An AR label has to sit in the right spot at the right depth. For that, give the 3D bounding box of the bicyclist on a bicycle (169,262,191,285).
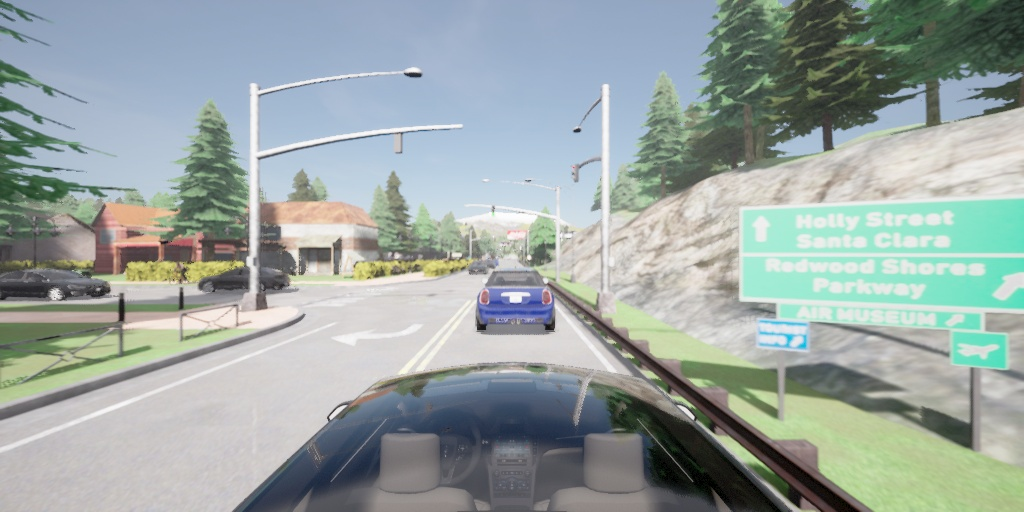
[{"bbox_3d":[-23.328,1.217,25.199,0.582,1.620,1.656,0,0,0],"label":"bicyclist on a bicycle"}]

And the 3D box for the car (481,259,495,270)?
[{"bbox_3d":[-3.570,1.266,54.408,1.837,1.490,4.892,0,-1,0],"label":"car"}]

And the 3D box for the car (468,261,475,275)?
[{"bbox_3d":[-3.590,1.261,38.553,1.837,1.490,4.892,0,0,0],"label":"car"}]

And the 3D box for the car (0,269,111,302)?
[{"bbox_3d":[-22.899,1.420,17.740,4.892,1.490,1.837,0,0,0],"label":"car"}]

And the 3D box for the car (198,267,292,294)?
[{"bbox_3d":[-15.926,1.422,21.446,4.892,1.490,1.837,0,0,0],"label":"car"}]

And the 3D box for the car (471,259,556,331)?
[{"bbox_3d":[0.096,1.104,11.156,2.097,1.767,4.553,0,0,0],"label":"car"}]
